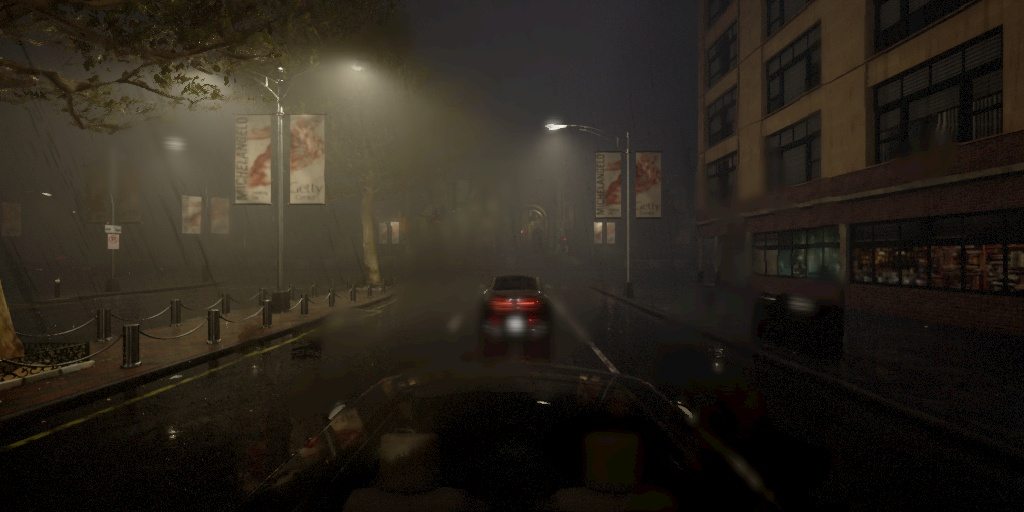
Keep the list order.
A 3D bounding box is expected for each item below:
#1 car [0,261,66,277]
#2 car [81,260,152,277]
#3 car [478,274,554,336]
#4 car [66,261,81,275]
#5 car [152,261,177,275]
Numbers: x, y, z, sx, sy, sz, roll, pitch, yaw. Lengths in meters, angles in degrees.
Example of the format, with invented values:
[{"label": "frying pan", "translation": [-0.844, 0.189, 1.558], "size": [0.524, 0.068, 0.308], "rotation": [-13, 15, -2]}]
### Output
[{"label": "car", "translation": [-47.252, 1.255, 34.903], "size": [4.892, 1.490, 1.837], "rotation": [0, 0, 0]}, {"label": "car", "translation": [-38.392, 1.314, 34.870], "size": [4.181, 1.385, 1.994], "rotation": [0, 0, 0]}, {"label": "car", "translation": [0.126, 1.255, 10.340], "size": [1.837, 1.490, 4.892], "rotation": [0, 0, 1]}, {"label": "car", "translation": [-48.136, 1.242, 38.411], "size": [4.902, 1.511, 2.128], "rotation": [0, 0, 0]}, {"label": "car", "translation": [-38.886, 1.228, 38.376], "size": [5.008, 1.535, 1.882], "rotation": [0, 0, 0]}]
